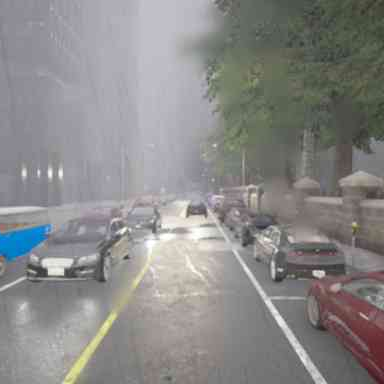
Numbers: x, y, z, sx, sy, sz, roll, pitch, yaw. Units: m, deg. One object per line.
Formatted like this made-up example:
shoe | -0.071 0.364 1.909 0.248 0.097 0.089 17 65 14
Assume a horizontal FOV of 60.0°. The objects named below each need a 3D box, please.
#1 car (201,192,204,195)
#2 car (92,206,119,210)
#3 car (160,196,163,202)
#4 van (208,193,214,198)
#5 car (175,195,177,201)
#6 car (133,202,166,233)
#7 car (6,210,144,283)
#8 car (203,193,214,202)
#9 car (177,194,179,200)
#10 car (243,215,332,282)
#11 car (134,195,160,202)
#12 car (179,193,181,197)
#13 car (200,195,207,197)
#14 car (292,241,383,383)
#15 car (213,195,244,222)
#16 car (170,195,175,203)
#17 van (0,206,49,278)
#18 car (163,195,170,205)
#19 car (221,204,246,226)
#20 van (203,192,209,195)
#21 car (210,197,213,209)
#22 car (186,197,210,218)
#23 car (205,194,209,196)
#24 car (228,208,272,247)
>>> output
car | 3.681 1.245 70.420 2.192 1.841 5.009 0 0 1
car | -5.507 1.565 20.807 1.887 1.381 4.507 0 0 1
car | -5.211 1.431 42.904 1.967 1.590 4.097 0 0 1
van | 3.314 1.366 42.801 1.690 1.788 3.998 0 0 1
car | -4.847 1.421 70.353 1.752 1.417 4.829 0 0 1
car | -2.836 1.556 19.998 1.812 1.442 4.674 0 0 1
car | -2.984 1.508 9.827 2.128 1.511 4.902 0 0 1
car | 3.755 1.221 75.944 2.192 1.841 5.009 0 0 1
car | -4.771 1.312 76.047 1.967 1.590 4.097 0 0 1
car | 2.872 1.591 9.653 2.008 1.369 4.403 0 0 1
car | -5.285 1.320 37.381 2.192 1.841 5.009 0 0 1
car | -4.625 1.386 87.094 1.947 1.339 4.313 0 0 1
car | 0.670 1.549 46.759 2.033 1.411 5.357 0 0 1
car | 2.798 1.608 4.128 1.802 1.307 4.206 0 0 1
car | 3.093 1.369 26.228 2.192 1.841 5.009 0 0 1
car | -4.919 1.468 65.000 2.008 1.369 4.403 0 0 1
van | -5.654 1.347 9.757 1.690 1.788 3.998 0 0 1
car | -5.064 1.395 53.951 1.967 1.590 4.097 0 0 1
car | 3.018 1.636 20.704 1.802 1.307 4.206 0 0 1
van | 3.608 1.293 64.897 1.690 1.788 3.998 0 0 1
car | 3.240 1.584 37.279 1.887 1.381 4.507 0 0 1
car | 0.457 1.517 31.014 1.882 1.535 5.008 0 0 1
car | 3.462 1.514 54.020 1.752 1.417 4.829 0 0 1
car | 2.943 1.615 15.178 1.947 1.339 4.313 0 0 1
